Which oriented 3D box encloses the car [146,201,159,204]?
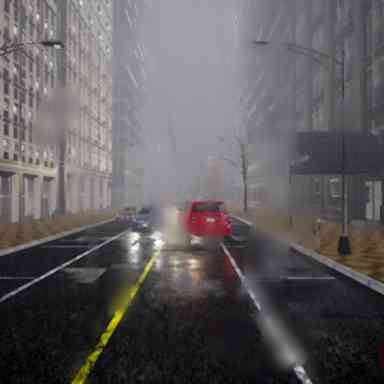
[{"bbox_3d":[-5.277,1.919,39.250,1.752,1.417,4.829,0,-1,0],"label":"car"}]

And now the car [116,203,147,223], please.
[{"bbox_3d":[-5.288,1.868,28.325,1.802,1.307,4.206,0,-1,0],"label":"car"}]

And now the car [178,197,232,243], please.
[{"bbox_3d":[0.525,1.398,17.300,2.150,2.045,5.566,0,0,-7],"label":"car"}]

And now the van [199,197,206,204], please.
[{"bbox_3d":[2.650,2.168,83.791,1.690,1.788,3.998,0,-1,0],"label":"van"}]

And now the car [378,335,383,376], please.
[{"bbox_3d":[3.024,1.546,1.848,1.812,1.442,4.674,0,-1,0],"label":"car"}]

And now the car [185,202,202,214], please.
[{"bbox_3d":[0.140,1.978,41.295,1.994,1.385,4.181,0,-1,0],"label":"car"}]

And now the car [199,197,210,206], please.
[{"bbox_3d":[2.642,2.035,72.695,2.192,1.841,5.009,0,-1,0],"label":"car"}]

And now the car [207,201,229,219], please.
[{"bbox_3d":[2.597,1.781,33.865,1.967,1.590,4.097,0,-1,0],"label":"car"}]

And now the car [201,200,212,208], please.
[{"bbox_3d":[2.626,2.140,61.771,1.752,1.417,4.829,0,-1,0],"label":"car"}]

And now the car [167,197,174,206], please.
[{"bbox_3d":[-5.248,2.211,67.156,1.887,1.381,4.507,0,-1,0],"label":"car"}]

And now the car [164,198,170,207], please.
[{"bbox_3d":[-5.260,2.141,56.061,1.802,1.307,4.206,0,-1,0],"label":"car"}]

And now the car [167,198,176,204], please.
[{"bbox_3d":[-5.231,2.266,83.798,1.967,1.590,4.097,0,-1,0],"label":"car"}]

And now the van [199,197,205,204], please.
[{"bbox_3d":[2.655,2.220,89.339,1.690,1.788,3.998,0,-1,0],"label":"van"}]

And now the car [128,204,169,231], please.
[{"bbox_3d":[-2.828,1.754,22.512,1.812,1.442,4.674,0,-1,0],"label":"car"}]

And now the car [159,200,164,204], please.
[{"bbox_3d":[-5.271,2.016,44.967,1.947,1.339,4.313,0,-1,0],"label":"car"}]
